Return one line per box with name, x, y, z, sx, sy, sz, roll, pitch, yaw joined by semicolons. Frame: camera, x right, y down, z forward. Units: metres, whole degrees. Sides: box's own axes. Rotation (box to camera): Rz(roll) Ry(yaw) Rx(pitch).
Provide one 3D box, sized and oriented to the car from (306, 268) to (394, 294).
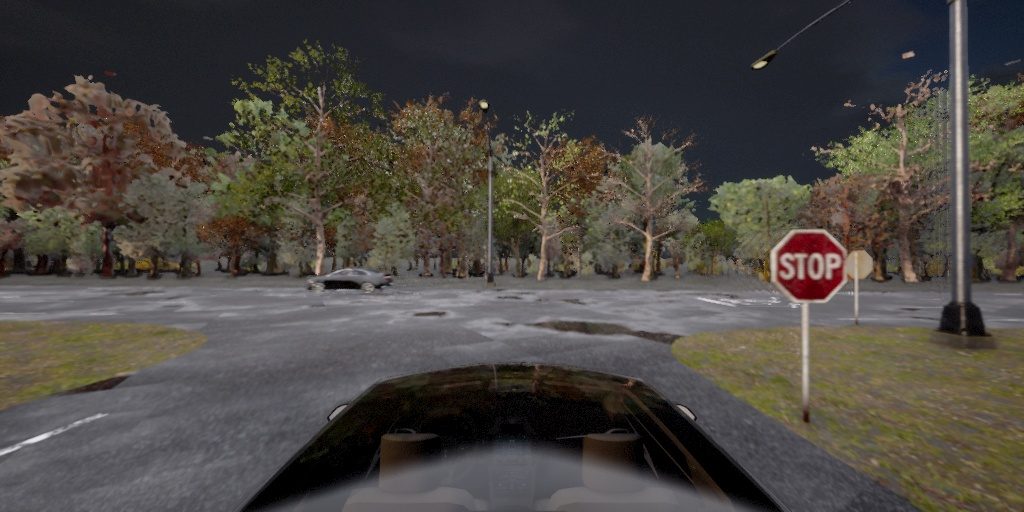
car;-9.592;1.446;21.358;4.902;1.511;2.128;0;-1;1
